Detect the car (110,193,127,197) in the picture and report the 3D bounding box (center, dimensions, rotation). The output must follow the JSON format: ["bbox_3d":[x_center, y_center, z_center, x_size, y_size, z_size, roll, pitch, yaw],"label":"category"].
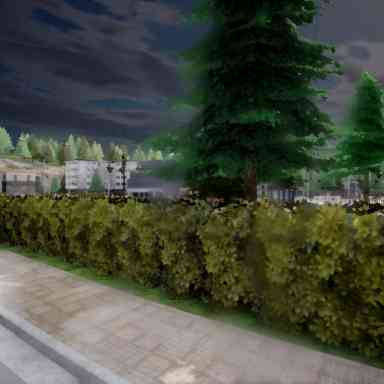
[{"bbox_3d":[-10.575,1.384,52.759,1.970,1.475,3.806,0,0,43],"label":"car"}]

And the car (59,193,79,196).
[{"bbox_3d":[-28.369,1.153,79.486,2.152,1.636,5.027,0,0,43],"label":"car"}]

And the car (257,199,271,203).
[{"bbox_3d":[9.635,1.352,44.226,2.097,1.767,4.553,0,0,43],"label":"car"}]

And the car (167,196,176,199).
[{"bbox_3d":[-3.306,1.374,56.091,1.845,1.501,3.633,0,0,43],"label":"car"}]

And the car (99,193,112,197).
[{"bbox_3d":[-16.694,1.097,68.980,1.932,1.855,4.605,0,0,43],"label":"car"}]

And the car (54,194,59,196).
[{"bbox_3d":[-33.247,1.232,83.668,1.970,1.475,3.806,0,0,43],"label":"car"}]
